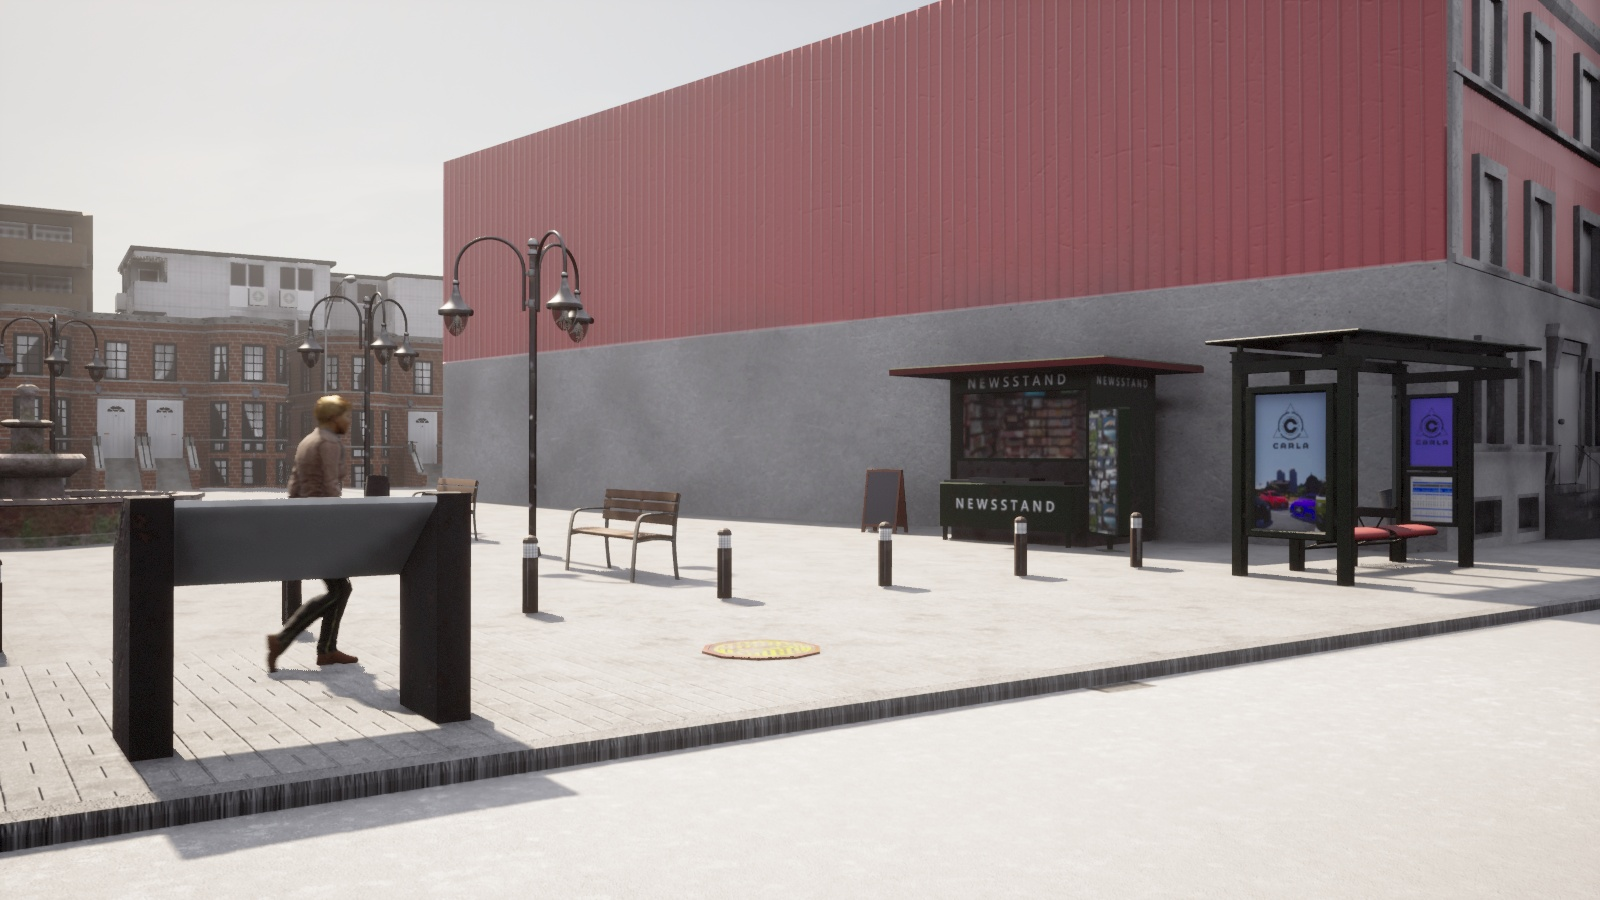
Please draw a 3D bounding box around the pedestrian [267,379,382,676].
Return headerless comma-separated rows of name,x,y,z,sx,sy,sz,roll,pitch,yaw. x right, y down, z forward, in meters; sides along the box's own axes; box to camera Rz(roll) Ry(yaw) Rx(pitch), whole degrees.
pedestrian,-3.070,0.481,8.112,0.634,1.846,0.331,0,0,-36
